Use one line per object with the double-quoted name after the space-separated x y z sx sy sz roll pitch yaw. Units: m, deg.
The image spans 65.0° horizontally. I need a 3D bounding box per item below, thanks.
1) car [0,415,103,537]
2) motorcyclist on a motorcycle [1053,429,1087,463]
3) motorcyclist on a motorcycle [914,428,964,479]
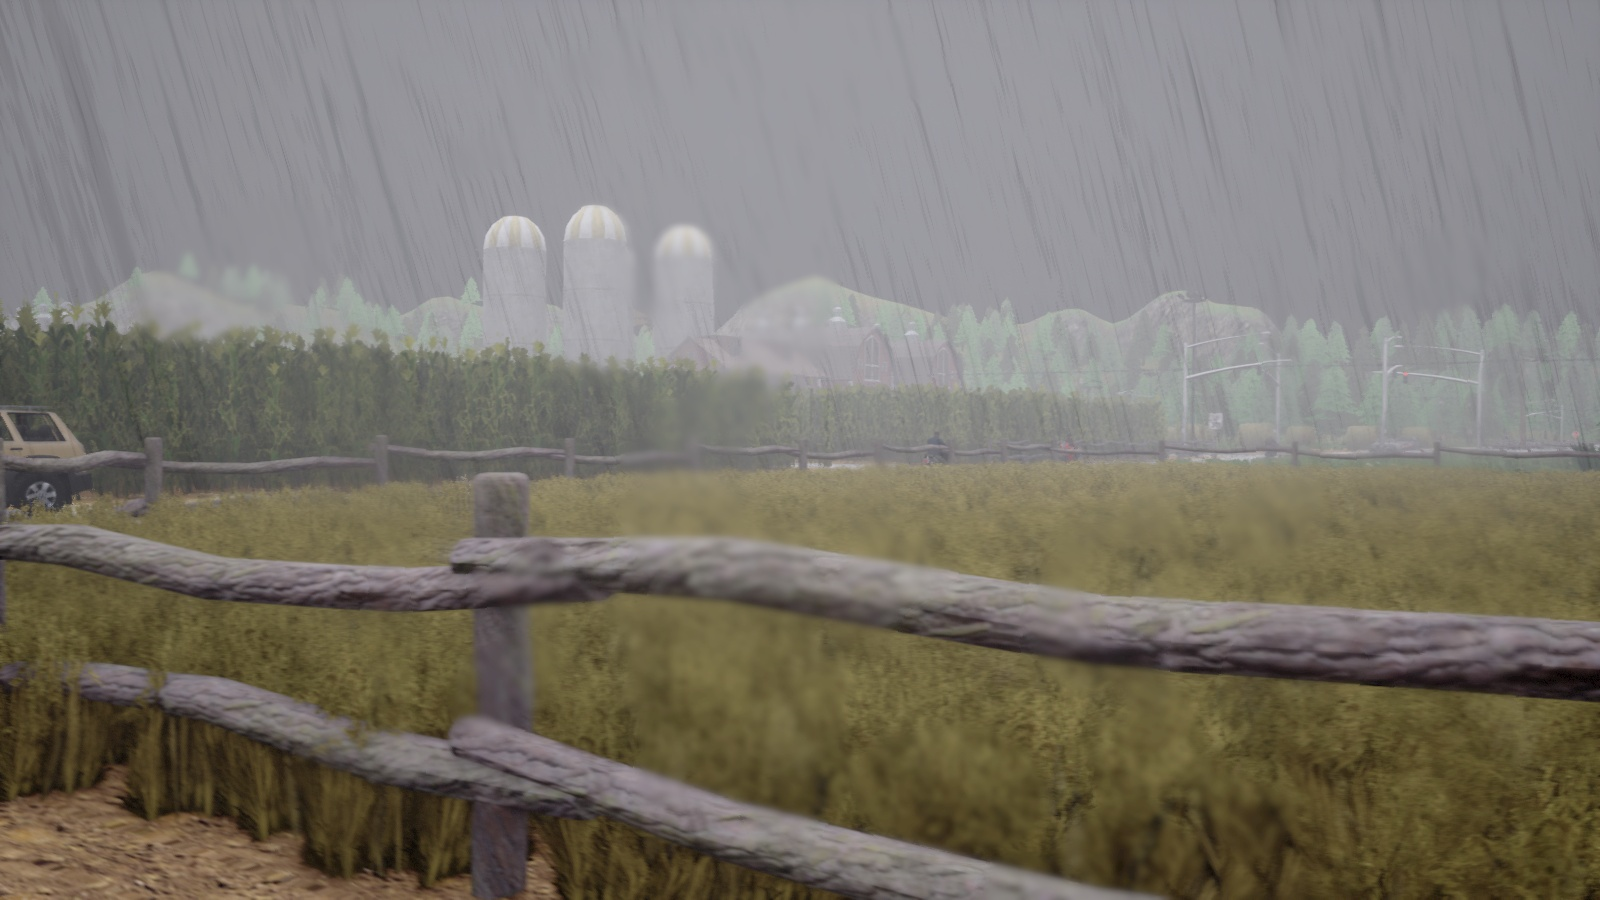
-13.332 0.405 18.858 1.932 1.855 4.605 0 1 33 "car"
12.456 -0.195 57.893 0.797 1.523 2.044 0 1 33 "motorcyclist on a motorcycle"
4.454 0.091 40.157 0.866 1.590 1.817 0 1 33 "motorcyclist on a motorcycle"
